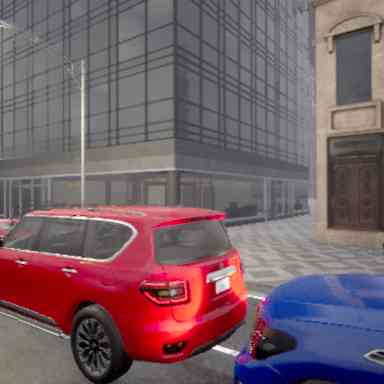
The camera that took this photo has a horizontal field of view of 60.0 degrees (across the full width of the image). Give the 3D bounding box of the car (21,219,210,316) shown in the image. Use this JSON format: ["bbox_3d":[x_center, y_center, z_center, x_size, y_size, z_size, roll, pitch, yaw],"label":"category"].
[{"bbox_3d":[-2.071,1.549,8.138,4.829,1.417,1.752,0,0,36],"label":"car"}]

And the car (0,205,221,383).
[{"bbox_3d":[-1.806,1.241,5.654,5.566,2.045,2.150,0,0,36],"label":"car"}]

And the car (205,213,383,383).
[{"bbox_3d":[3.032,1.234,2.089,5.566,2.045,2.150,0,0,35],"label":"car"}]
